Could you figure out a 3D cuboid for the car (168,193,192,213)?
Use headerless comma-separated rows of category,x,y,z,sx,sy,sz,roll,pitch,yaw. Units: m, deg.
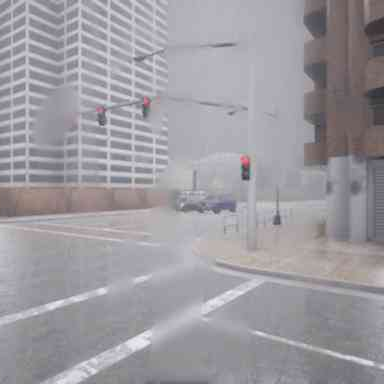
car,-0.595,1.346,36.394,2.097,1.767,4.553,0,0,35

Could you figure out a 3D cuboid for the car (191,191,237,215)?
car,2.684,1.219,34.972,2.150,2.045,5.566,0,0,35
